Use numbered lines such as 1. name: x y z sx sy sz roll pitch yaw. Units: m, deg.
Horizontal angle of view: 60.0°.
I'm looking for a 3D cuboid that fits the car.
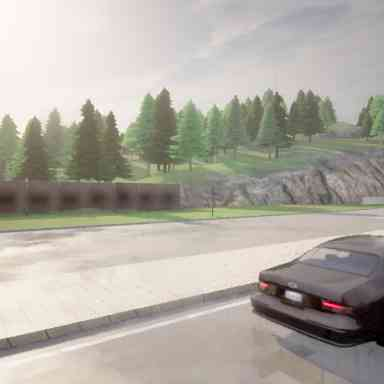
1. car: 3.499 1.547 6.243 5.357 1.411 2.033 0 0 -36
